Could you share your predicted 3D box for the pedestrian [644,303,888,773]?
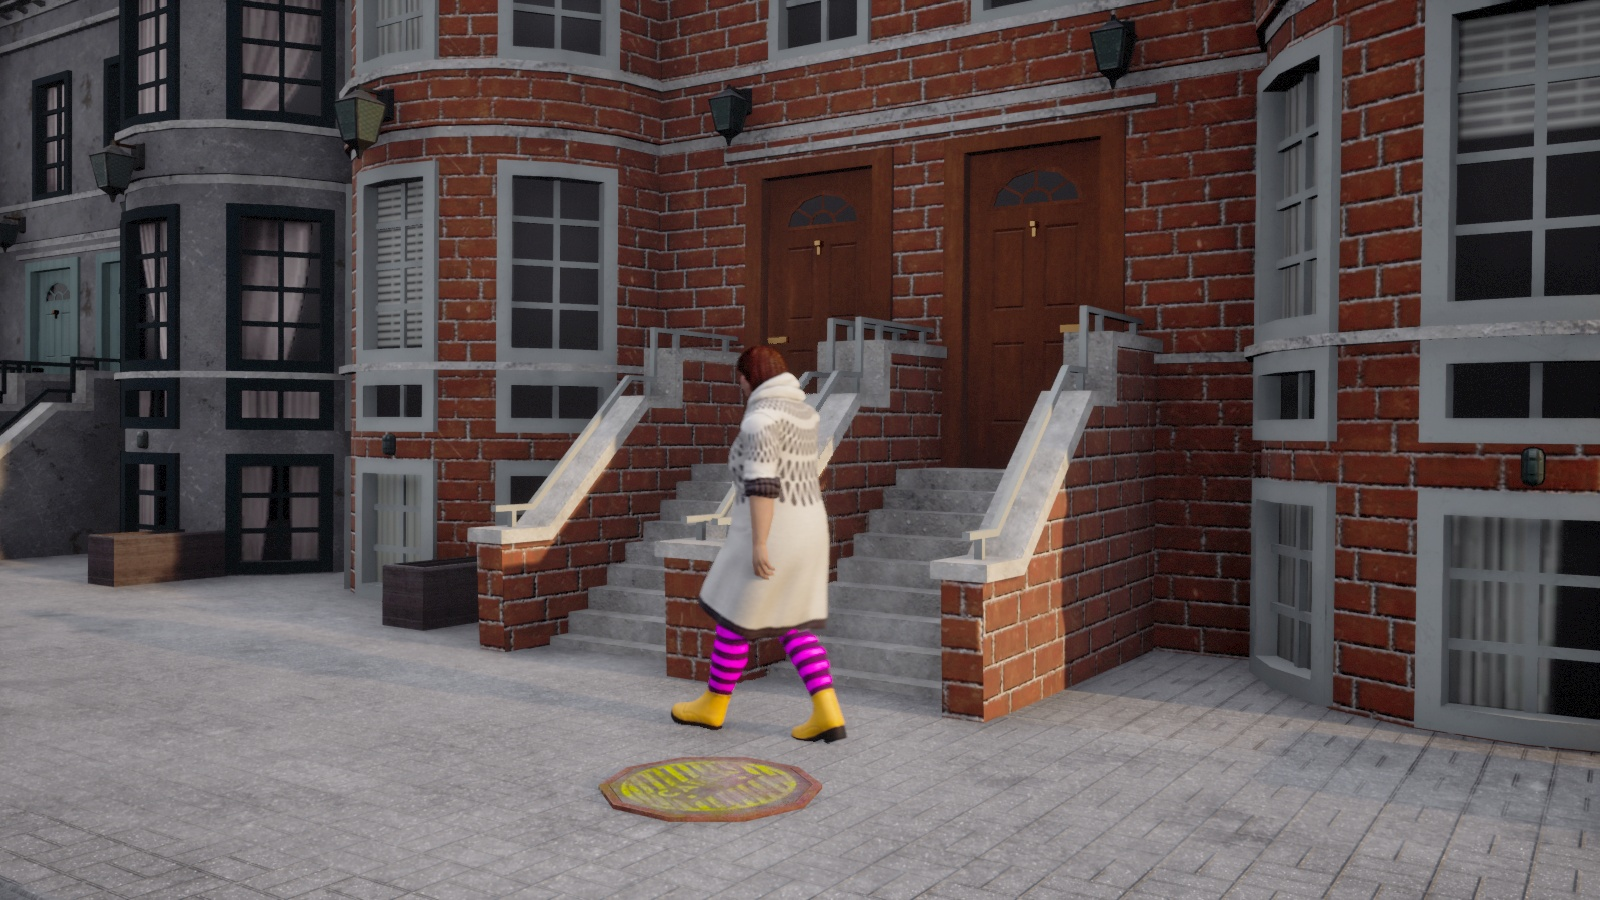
[{"bbox_3d":[-0.148,0.364,5.724,0.873,1.952,0.659,0,1,32],"label":"pedestrian"}]
